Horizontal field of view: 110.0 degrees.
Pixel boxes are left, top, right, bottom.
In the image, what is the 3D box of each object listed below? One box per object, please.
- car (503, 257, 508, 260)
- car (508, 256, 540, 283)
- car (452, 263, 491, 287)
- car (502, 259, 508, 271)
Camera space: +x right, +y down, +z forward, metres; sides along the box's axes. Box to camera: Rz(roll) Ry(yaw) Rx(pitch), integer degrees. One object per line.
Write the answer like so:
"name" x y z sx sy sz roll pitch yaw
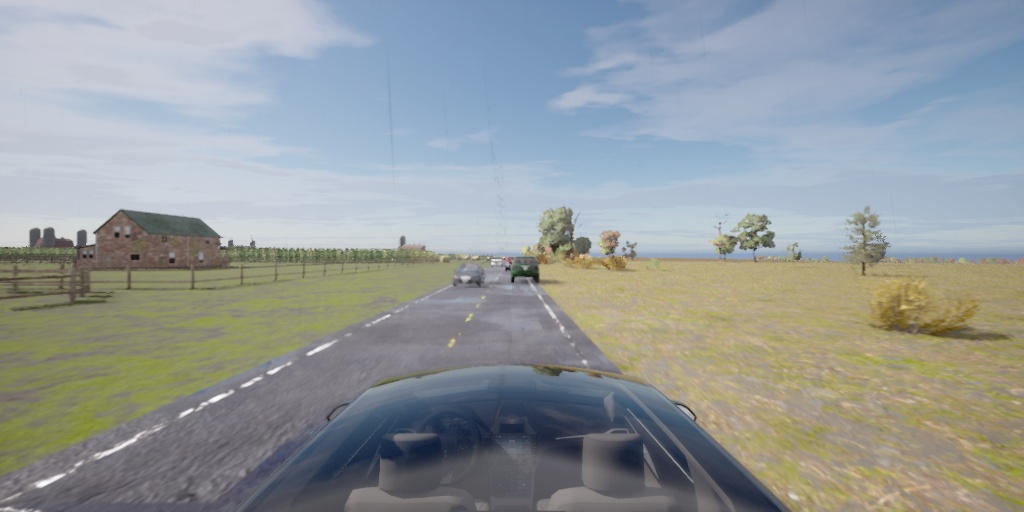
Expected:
"car" 0.010 1.028 64.017 2.150 2.045 5.566 0 0 0
"car" 0.966 0.987 28.238 2.150 2.045 5.566 0 0 0
"car" -2.844 1.250 24.404 2.128 1.511 4.902 0 0 0
"car" 0.035 1.385 48.582 1.895 1.301 4.718 0 0 1
